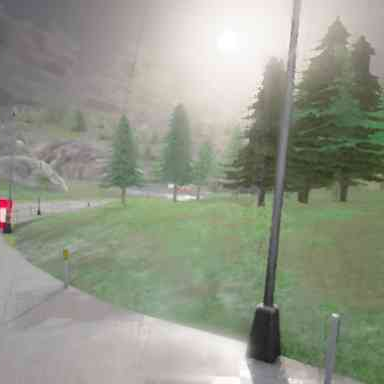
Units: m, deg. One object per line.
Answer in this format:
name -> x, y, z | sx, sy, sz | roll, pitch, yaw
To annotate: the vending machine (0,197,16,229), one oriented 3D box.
vending machine -> -13.534, 1.537, 24.045 | 1.100, 2.100, 0.880 | 8, 1, -24
